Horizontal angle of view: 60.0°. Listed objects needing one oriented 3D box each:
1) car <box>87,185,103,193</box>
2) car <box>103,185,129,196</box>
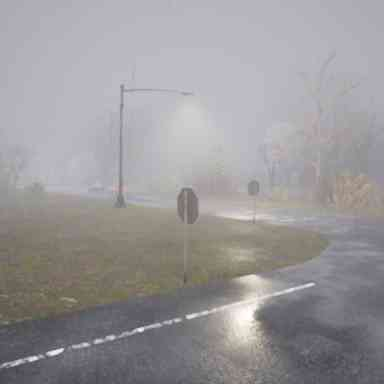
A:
[{"bbox_3d":[-17.323,-0.570,60.014,1.882,1.535,5.008,0,2,-35],"label":"car"},{"bbox_3d":[-11.735,-0.386,52.175,2.097,1.767,4.553,0,2,-35],"label":"car"}]
